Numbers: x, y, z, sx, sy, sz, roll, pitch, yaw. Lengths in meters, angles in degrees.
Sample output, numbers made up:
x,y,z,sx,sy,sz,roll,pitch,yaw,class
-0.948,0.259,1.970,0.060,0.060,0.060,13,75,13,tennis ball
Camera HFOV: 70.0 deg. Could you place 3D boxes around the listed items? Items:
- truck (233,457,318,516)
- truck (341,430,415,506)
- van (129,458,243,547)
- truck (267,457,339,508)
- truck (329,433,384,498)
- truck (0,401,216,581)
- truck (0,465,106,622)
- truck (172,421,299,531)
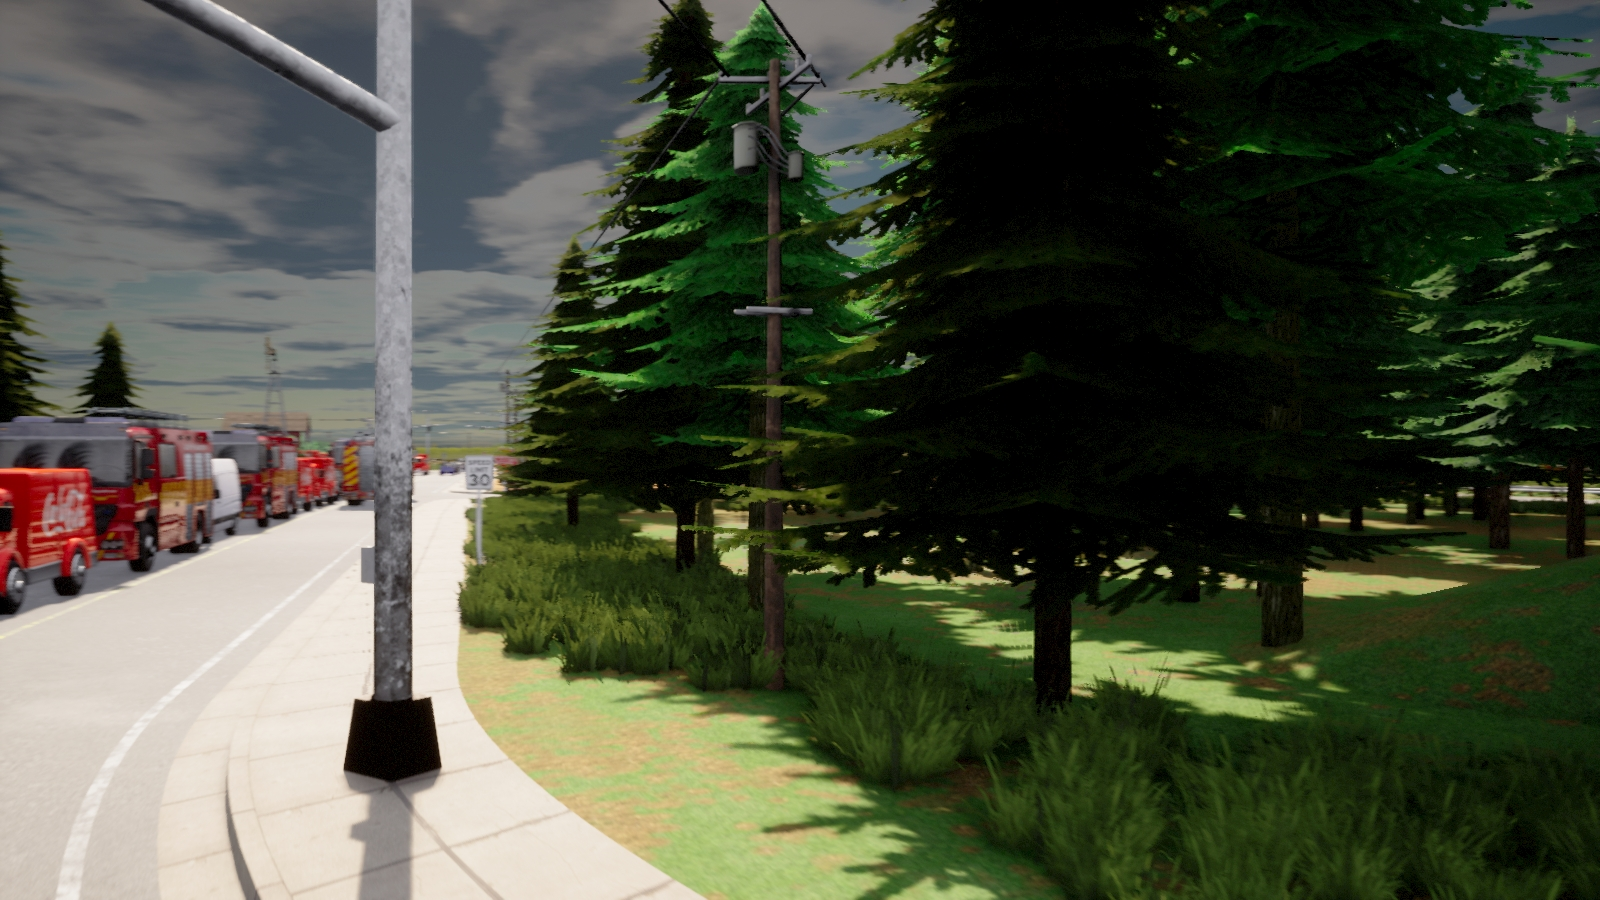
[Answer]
x,y,z,sx,sy,sz,roll,pitch,yaw,class
-23.693,1.585,51.822,2.627,2.467,5.204,0,0,-15,truck
-22.610,0.927,61.652,2.891,3.827,8.468,0,0,-15,truck
-19.340,1.541,36.267,1.988,2.561,5.915,0,0,-16,van
-25.459,1.591,58.734,2.627,2.467,5.204,0,0,-14,truck
-27.960,0.940,71.821,2.891,3.827,8.468,0,0,-24,truck
-17.181,0.888,28.721,2.891,3.827,8.468,0,0,-16,truck
-14.866,1.552,20.717,2.627,2.467,5.204,0,0,-16,truck
-21.641,0.900,44.294,2.891,3.827,8.468,0,0,-16,truck
